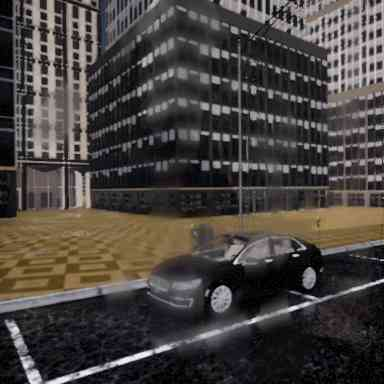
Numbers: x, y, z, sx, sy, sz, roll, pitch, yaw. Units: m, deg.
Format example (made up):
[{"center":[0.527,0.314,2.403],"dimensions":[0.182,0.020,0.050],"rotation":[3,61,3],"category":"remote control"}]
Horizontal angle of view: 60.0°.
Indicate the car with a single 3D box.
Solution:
[{"center":[1.143,1.582,7.390],"dimensions":[4.403,1.369,2.008],"rotation":[0,-1,-35],"category":"car"}]
